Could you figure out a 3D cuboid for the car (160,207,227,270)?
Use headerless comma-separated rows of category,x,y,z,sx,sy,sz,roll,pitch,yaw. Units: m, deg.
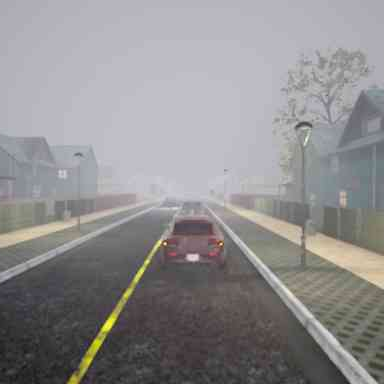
car,0.043,1.428,10.535,1.812,1.442,4.674,0,1,0

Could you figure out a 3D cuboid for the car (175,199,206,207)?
car,0.033,1.349,25.032,2.033,1.411,5.357,0,0,0

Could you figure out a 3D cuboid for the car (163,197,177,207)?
car,-2.833,1.317,44.567,1.895,1.301,4.718,0,0,0
